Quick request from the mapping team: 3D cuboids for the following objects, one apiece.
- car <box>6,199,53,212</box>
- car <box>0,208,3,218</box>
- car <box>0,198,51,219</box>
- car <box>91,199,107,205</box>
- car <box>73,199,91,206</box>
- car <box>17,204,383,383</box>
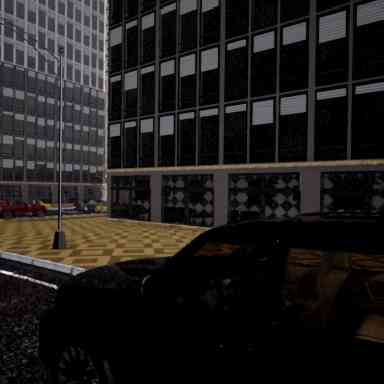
[{"bbox_3d":[-19.678,1.640,40.484,1.752,1.417,4.829,1,0,37],"label":"car"},{"bbox_3d":[-7.360,1.347,8.958,4.553,1.767,2.097,0,0,36],"label":"car"},{"bbox_3d":[-16.206,1.517,31.099,2.192,1.841,5.009,1,0,37],"label":"car"},{"bbox_3d":[-9.383,1.828,40.292,1.752,1.417,4.829,1,0,37],"label":"car"},{"bbox_3d":[-13.520,1.722,44.418,1.837,1.490,4.892,1,0,37],"label":"car"},{"bbox_3d":[0.947,1.218,3.008,5.566,2.045,2.150,0,0,35],"label":"car"}]
